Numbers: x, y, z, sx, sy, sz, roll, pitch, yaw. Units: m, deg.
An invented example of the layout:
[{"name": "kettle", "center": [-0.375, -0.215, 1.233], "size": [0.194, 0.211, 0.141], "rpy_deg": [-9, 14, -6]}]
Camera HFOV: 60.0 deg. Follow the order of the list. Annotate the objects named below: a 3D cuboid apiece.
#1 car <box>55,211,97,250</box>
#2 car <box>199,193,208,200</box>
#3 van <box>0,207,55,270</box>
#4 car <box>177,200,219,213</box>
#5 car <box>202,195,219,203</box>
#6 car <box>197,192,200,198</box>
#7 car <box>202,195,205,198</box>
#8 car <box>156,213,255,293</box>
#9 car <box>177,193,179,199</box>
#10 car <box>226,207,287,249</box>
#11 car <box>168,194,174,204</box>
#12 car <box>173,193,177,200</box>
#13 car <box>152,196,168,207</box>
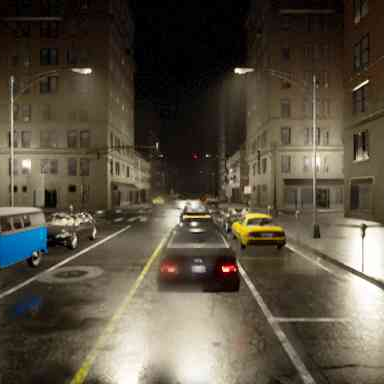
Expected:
[{"name": "car", "center": [-5.332, 1.540, 14.145], "size": [2.008, 1.369, 4.403], "rpy_deg": [0, 0, 0]}, {"name": "car", "center": [2.931, 1.385, 69.120], "size": [1.967, 1.590, 4.097], "rpy_deg": [0, 0, 0]}, {"name": "van", "center": [-5.357, 1.335, 8.738], "size": [1.690, 1.788, 3.998], "rpy_deg": [0, 0, 0]}, {"name": "car", "center": [0.192, 1.477, 19.416], "size": [2.128, 1.511, 4.902], "rpy_deg": [0, 0, -2]}, {"name": "car", "center": [2.834, 1.517, 46.393], "size": [2.008, 1.369, 4.403], "rpy_deg": [0, 0, 0]}, {"name": "car", "center": [2.980, 1.249, 80.483], "size": [2.192, 1.841, 5.009], "rpy_deg": [0, 0, 0]}, {"name": "car", "center": [2.858, 1.543, 52.074], "size": [1.802, 1.307, 4.206], "rpy_deg": [0, 0, 0]}, {"name": "car", "center": [0.136, 1.541, 8.970], "size": [2.033, 1.411, 5.357], "rpy_deg": [0, 0, 0]}, {"name": "car", "center": [-5.021, 1.368, 86.194], "size": [1.967, 1.590, 4.097], "rpy_deg": [0, 0, 0]}, {"name": "car", "center": [2.703, 1.515, 14.281], "size": [1.752, 1.417, 4.829], "rpy_deg": [0, 0, 0]}, {"name": "car", "center": [-5.118, 1.517, 63.470], "size": [1.947, 1.339, 4.313], "rpy_deg": [0, 0, 0]}, {"name": "car", "center": [-5.069, 1.490, 74.832], "size": [2.008, 1.369, 4.403], "rpy_deg": [0, 0, 0]}, {"name": "car", "center": [-5.168, 1.487, 51.937], "size": [1.752, 1.417, 4.829], "rpy_deg": [0, 0, 0]}]
